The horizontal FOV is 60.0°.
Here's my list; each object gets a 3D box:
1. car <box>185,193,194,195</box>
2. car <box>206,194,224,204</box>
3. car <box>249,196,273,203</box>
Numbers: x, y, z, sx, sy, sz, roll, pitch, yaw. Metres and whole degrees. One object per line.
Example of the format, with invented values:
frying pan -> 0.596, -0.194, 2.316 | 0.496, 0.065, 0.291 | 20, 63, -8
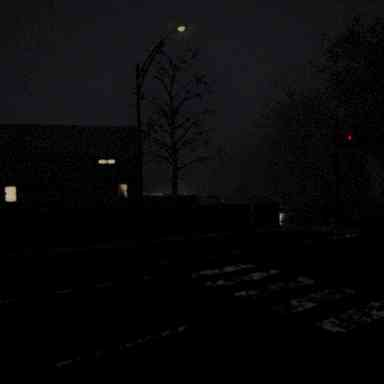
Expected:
car -> -0.492, 0.898, 65.993 | 1.895, 1.301, 4.718 | -2, 1, -15
car -> 3.367, 1.137, 50.945 | 1.837, 1.490, 4.892 | -2, 2, -14
car -> 7.382, 1.255, 35.584 | 1.882, 1.535, 5.008 | -2, 1, -15
